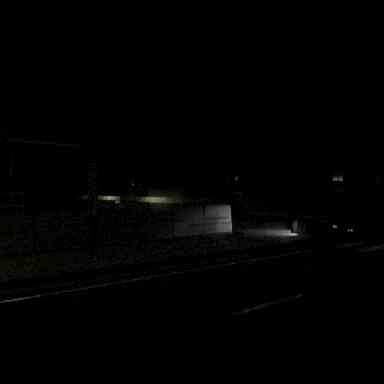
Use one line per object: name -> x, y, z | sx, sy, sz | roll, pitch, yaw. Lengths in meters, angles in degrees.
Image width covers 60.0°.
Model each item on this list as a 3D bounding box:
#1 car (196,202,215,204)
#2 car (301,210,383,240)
car -> 1.173, 1.645, 34.617 | 1.895, 1.301, 4.718 | 0, 0, -35
car -> 8.057, 1.553, 15.864 | 5.357, 1.411, 2.033 | 0, 0, 22
